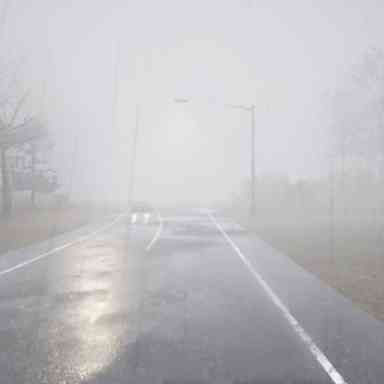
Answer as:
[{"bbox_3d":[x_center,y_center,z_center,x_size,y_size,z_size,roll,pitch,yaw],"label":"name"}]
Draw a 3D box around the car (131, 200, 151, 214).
[{"bbox_3d":[-5.335,1.535,35.183,1.994,1.385,4.181,0,0,-7],"label":"car"}]
